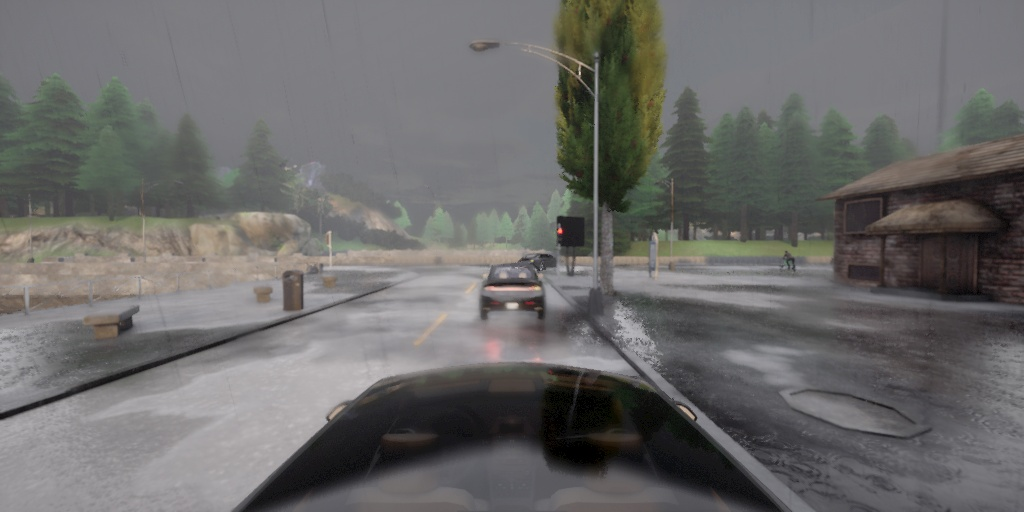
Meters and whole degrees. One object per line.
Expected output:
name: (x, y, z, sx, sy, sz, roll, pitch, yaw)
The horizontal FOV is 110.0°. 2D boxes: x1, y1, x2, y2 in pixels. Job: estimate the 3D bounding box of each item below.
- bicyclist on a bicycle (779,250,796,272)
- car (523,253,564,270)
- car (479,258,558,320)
bicyclist on a bicycle: (20.978, 0.408, 27.288, 0.582, 1.620, 1.656, -1, 2, 0)
car: (2.495, 0.499, 29.947, 1.837, 1.490, 4.892, -3, 0, 39)
car: (0.038, 0.982, 11.372, 2.128, 1.511, 4.902, 0, 1, 1)
